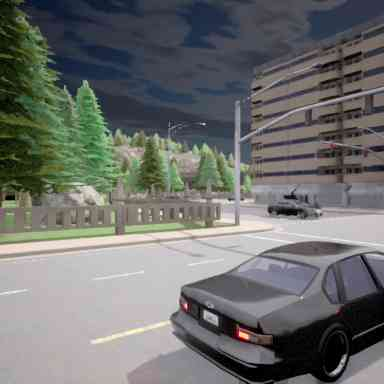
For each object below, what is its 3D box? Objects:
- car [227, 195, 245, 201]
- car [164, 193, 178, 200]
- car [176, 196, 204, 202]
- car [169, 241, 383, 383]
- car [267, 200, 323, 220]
[{"bbox_3d":[10.400,1.484,78.788,2.033,1.411,5.357,0,0,40],"label":"car"},{"bbox_3d":[-3.216,1.168,53.393,2.150,2.045,5.566,0,0,-6],"label":"car"},{"bbox_3d":[0.362,1.492,41.003,2.033,1.411,5.357,0,0,-25],"label":"car"},{"bbox_3d":[2.277,1.547,5.414,5.357,1.411,2.033,0,0,-35],"label":"car"},{"bbox_3d":[8.512,1.436,27.890,2.128,1.511,4.902,0,0,-34],"label":"car"}]
